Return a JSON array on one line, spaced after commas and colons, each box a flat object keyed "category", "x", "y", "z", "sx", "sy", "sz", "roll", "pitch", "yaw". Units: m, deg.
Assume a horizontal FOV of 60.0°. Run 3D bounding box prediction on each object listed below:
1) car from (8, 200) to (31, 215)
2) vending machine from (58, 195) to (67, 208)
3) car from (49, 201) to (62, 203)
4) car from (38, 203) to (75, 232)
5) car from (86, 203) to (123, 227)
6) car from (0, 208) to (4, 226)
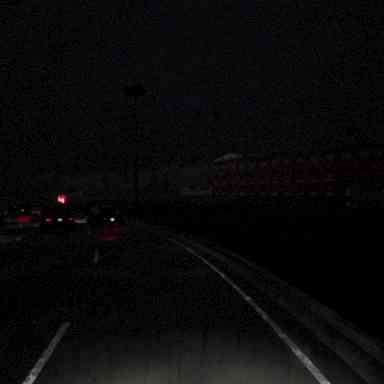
[{"category": "car", "x": -19.366, "y": 1.720, "z": 37.336, "sx": 1.837, "sy": 1.490, "sz": 4.892, "roll": 0, "pitch": 0, "yaw": -35}, {"category": "vending machine", "x": -20.079, "y": 1.451, "z": 51.408, "sx": 1.100, "sy": 2.100, "sz": 0.880, "roll": 0, "pitch": 0, "yaw": -35}, {"category": "car", "x": -15.747, "y": 1.760, "z": 38.248, "sx": 1.994, "sy": 1.385, "sz": 4.181, "roll": 0, "pitch": 0, "yaw": -35}, {"category": "car", "x": -8.729, "y": 1.656, "z": 21.309, "sx": 2.033, "sy": 1.411, "sz": 5.357, "roll": 0, "pitch": 0, "yaw": -27}, {"category": "car", "x": -6.429, "y": 1.605, "z": 24.219, "sx": 1.837, "sy": 1.490, "sz": 4.892, "roll": 0, "pitch": -1, "yaw": -28}, {"category": "car", "x": -14.848, "y": 1.631, "z": 24.231, "sx": 1.882, "sy": 1.535, "sz": 5.008, "roll": 0, "pitch": 0, "yaw": -31}]
